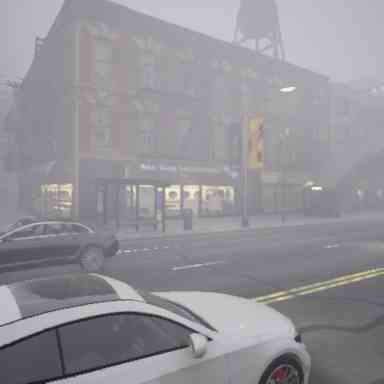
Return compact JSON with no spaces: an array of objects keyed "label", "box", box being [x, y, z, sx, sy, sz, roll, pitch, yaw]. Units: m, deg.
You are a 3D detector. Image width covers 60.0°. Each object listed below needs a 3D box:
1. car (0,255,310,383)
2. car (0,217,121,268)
[{"label":"car","box":[-0.919,1.529,3.026,4.674,1.442,1.812,1,0,-35]},{"label":"car","box":[-4.463,1.494,9.352,4.902,1.511,2.128,0,0,-35]}]
